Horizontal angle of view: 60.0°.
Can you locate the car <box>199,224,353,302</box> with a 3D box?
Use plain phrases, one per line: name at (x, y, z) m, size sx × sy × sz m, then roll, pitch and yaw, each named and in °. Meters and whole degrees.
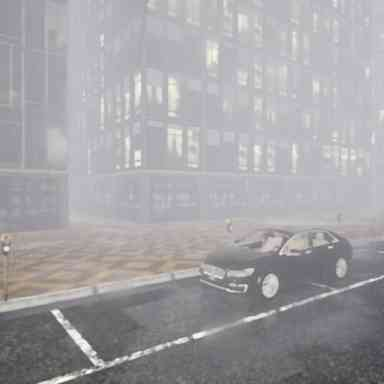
car at (2.193, 1.514, 8.115) m, size 4.403 × 1.369 × 2.008 m, roll 0°, pitch 1°, yaw -35°
